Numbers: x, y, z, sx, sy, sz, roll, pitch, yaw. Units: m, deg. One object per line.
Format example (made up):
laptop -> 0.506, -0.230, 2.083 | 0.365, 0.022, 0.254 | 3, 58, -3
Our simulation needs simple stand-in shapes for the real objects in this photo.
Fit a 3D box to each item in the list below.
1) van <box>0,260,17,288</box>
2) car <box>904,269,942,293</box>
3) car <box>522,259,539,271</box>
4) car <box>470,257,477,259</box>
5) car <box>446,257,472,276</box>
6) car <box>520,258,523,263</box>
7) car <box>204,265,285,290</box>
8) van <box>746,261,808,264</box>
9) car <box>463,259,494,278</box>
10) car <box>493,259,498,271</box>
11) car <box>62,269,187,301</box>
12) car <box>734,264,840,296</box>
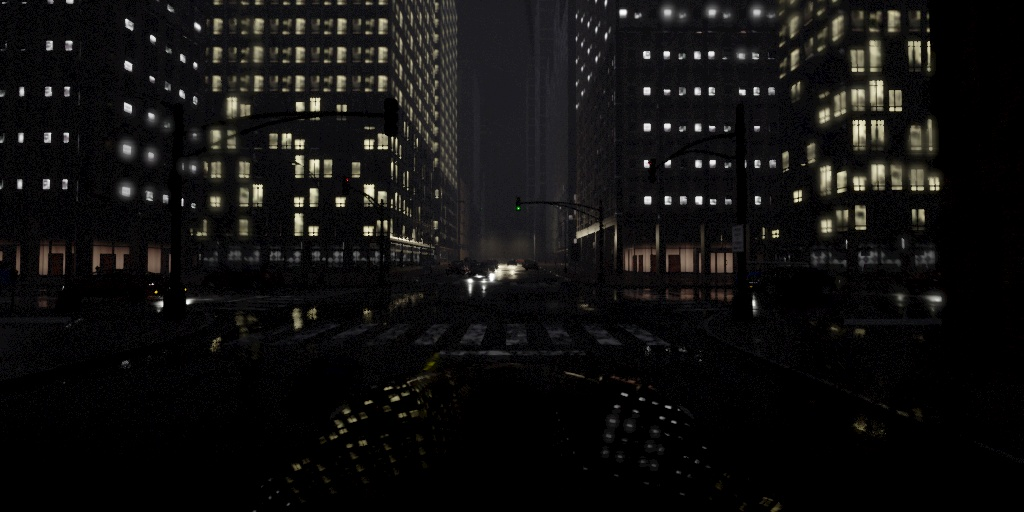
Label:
van -> -33.439, 1.132, 22.141 | 3.998, 1.789, 1.690 | 0, 0, 0
car -> 24.352, 1.313, 19.437 | 5.008, 1.535, 1.882 | 0, -1, 0
car -> 2.687, 1.350, 48.755 | 1.802, 1.307, 4.207 | 0, 0, 0
car -> -5.693, 1.082, 48.692 | 2.192, 1.841, 5.009 | 0, 0, 0
car -> -5.692, 1.203, 37.542 | 1.967, 1.591, 4.097 | 0, 0, 0
car -> 2.687, 1.298, 60.080 | 1.751, 1.417, 4.829 | 0, 0, 0
car -> -16.494, 1.255, 22.105 | 4.097, 1.591, 1.967 | 0, 0, 0
van -> 15.980, 1.210, 22.033 | 3.998, 1.789, 1.690 | 0, 0, 0
car -> -3.104, 1.310, 34.462 | 2.033, 1.411, 5.357 | 0, 0, 0
car -> -3.102, 1.367, 44.372 | 1.895, 1.301, 4.718 | 0, 0, 0
car -> -17.490, 1.264, 16.326 | 4.181, 1.385, 1.994 | 0, -1, -1
car -> 14.872, 1.321, 19.461 | 4.892, 1.490, 1.837 | 0, -1, 0
